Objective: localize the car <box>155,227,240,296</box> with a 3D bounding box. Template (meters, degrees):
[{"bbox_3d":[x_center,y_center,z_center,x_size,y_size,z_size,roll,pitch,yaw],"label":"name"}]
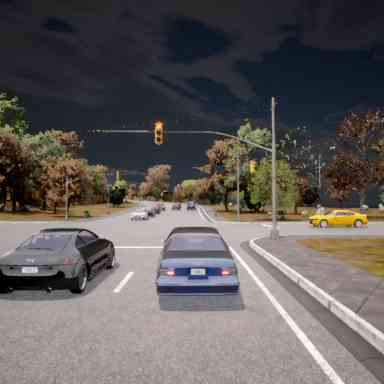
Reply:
[{"bbox_3d":[0.070,1.647,8.971,2.033,1.411,5.357,0,-1,-1],"label":"car"}]

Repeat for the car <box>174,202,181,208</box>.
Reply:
[{"bbox_3d":[-3.830,3.428,88.290,1.837,1.490,4.892,0,0,-4],"label":"car"}]

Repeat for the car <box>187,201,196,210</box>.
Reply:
[{"bbox_3d":[-0.187,3.311,77.853,2.097,1.767,4.553,0,0,0],"label":"car"}]

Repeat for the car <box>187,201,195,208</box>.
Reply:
[{"bbox_3d":[-0.307,3.243,88.032,1.882,1.535,5.008,0,0,-4],"label":"car"}]

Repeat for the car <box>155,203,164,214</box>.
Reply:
[{"bbox_3d":[-7.194,3.536,65.045,2.033,1.411,5.357,0,0,0],"label":"car"}]

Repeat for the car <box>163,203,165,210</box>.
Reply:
[{"bbox_3d":[-7.181,3.328,75.209,2.097,1.767,4.553,0,0,0],"label":"car"}]

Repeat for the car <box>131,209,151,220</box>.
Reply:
[{"bbox_3d":[-7.217,3.146,46.279,1.812,1.442,4.674,0,-2,0],"label":"car"}]

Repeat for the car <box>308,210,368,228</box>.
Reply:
[{"bbox_3d":[12.970,2.368,29.698,5.008,1.535,1.882,0,-3,-2],"label":"car"}]

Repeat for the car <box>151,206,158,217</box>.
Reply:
[{"bbox_3d":[-7.222,3.470,55.298,1.895,1.301,4.718,0,-1,0],"label":"car"}]

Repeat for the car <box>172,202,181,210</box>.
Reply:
[{"bbox_3d":[-3.689,3.486,78.314,1.812,1.442,4.674,0,0,0],"label":"car"}]

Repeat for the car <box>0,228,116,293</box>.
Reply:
[{"bbox_3d":[-3.443,1.665,9.081,1.994,1.385,4.181,0,-1,0],"label":"car"}]
